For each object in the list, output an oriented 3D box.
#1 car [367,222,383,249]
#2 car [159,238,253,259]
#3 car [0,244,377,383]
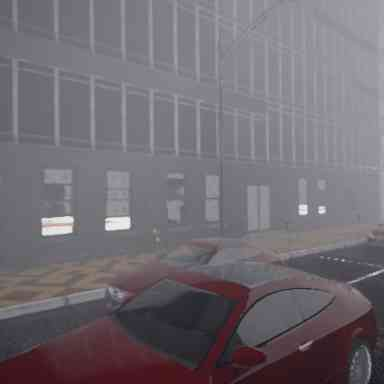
[{"bbox_3d":[9.094,1.706,14.252,4.206,1.307,1.802,0,-1,-39],"label":"car"},{"bbox_3d":[0.295,1.676,7.013,4.206,1.307,1.802,0,-1,-39],"label":"car"},{"bbox_3d":[0.275,1.574,3.510,4.674,1.442,1.812,0,-1,-39],"label":"car"}]
